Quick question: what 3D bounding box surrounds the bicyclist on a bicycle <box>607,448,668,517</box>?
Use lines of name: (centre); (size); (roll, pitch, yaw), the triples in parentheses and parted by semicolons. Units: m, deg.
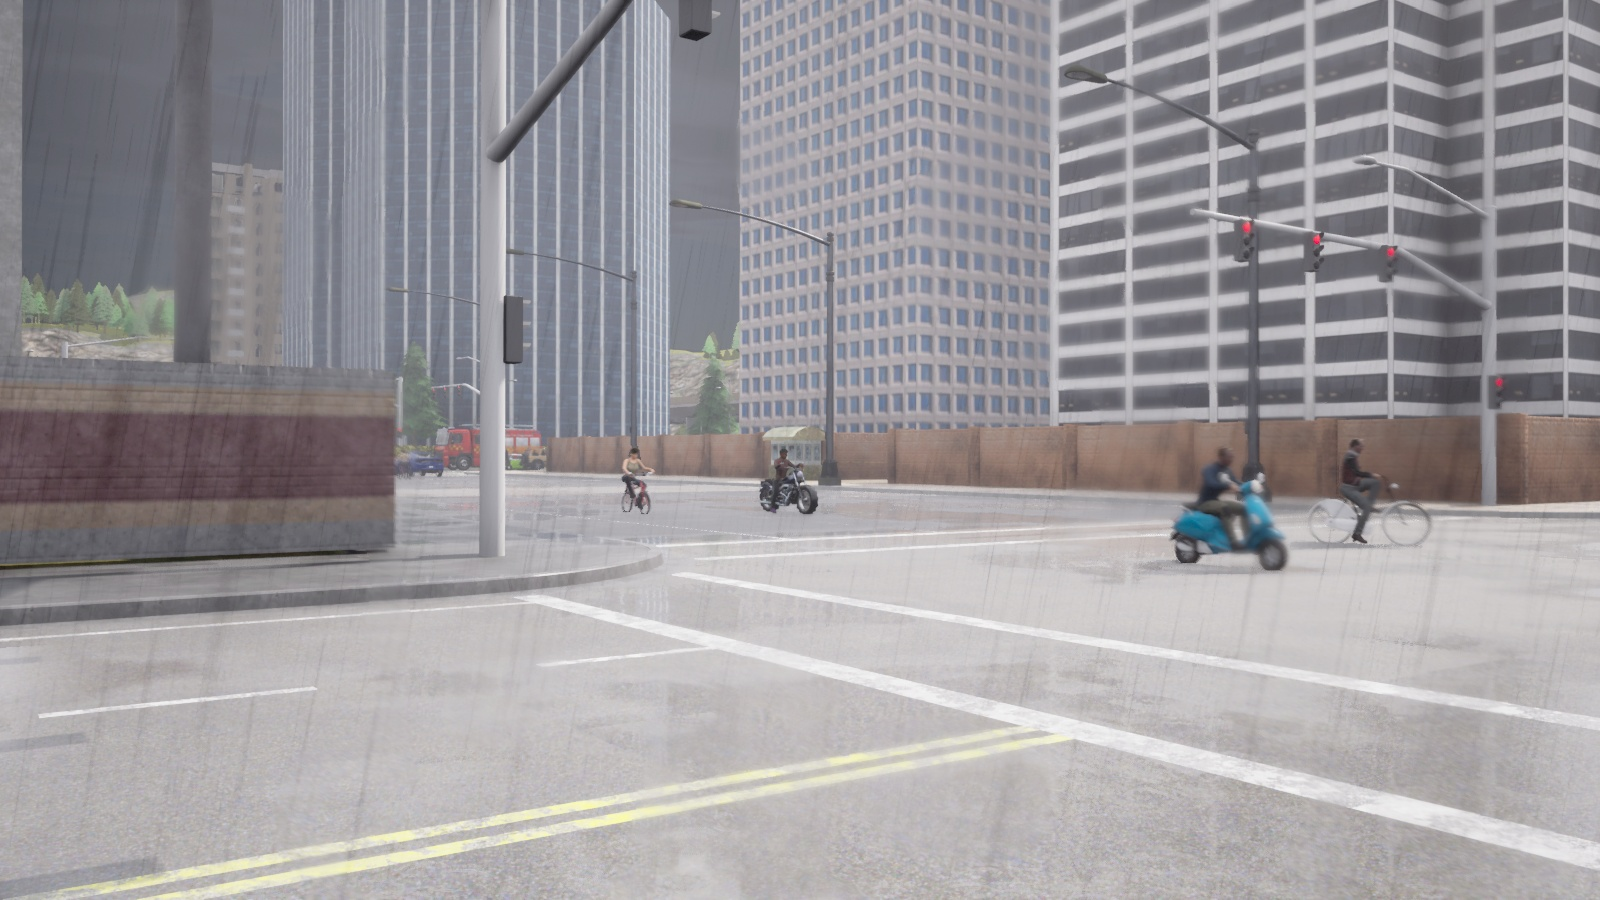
bicyclist on a bicycle: (-3.916, 0.764, 30.274); (0.866, 1.612, 1.509); (0, 0, -34)

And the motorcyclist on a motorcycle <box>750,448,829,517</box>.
motorcyclist on a motorcycle: (-0.288, 0.772, 31.167); (0.766, 1.649, 2.350); (0, 0, -35)

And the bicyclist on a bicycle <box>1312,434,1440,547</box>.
bicyclist on a bicycle: (9.330, 0.645, 20.363); (1.843, 1.776, 0.659); (0, -1, 29)

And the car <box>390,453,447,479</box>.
car: (-23.467, 0.961, 77.173); (1.882, 1.535, 5.008); (0, 0, -35)

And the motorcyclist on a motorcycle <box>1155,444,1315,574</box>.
motorcyclist on a motorcycle: (5.641, 0.726, 16.381); (0.866, 1.590, 1.817); (0, 0, -35)
